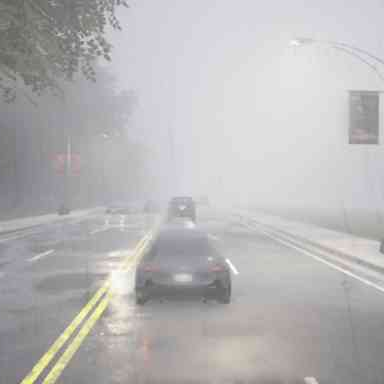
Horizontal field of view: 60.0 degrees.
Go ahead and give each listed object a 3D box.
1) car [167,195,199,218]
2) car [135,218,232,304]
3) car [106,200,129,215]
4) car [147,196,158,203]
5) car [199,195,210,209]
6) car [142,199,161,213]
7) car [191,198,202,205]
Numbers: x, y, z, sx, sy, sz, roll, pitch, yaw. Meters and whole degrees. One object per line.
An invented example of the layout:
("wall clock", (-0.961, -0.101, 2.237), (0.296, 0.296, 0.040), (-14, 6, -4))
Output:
("car", (-0.826, 1.339, 26.962), (2.150, 2.045, 5.566), (1, 0, -2))
("car", (-0.223, 1.594, 8.270), (1.994, 1.385, 4.181), (1, 0, -2))
("car", (-7.792, 1.618, 35.193), (1.812, 1.442, 4.674), (1, 0, -2))
("car", (-9.048, 1.665, 76.765), (2.033, 1.411, 5.357), (1, -1, -2))
("car", (1.593, 1.526, 52.576), (2.150, 2.045, 5.566), (1, 0, -2))
("car", (-4.661, 1.657, 39.066), (1.837, 1.490, 4.892), (1, -1, -2))
("car", (0.900, 1.987, 70.724), (1.994, 1.385, 4.181), (1, -1, -2))
